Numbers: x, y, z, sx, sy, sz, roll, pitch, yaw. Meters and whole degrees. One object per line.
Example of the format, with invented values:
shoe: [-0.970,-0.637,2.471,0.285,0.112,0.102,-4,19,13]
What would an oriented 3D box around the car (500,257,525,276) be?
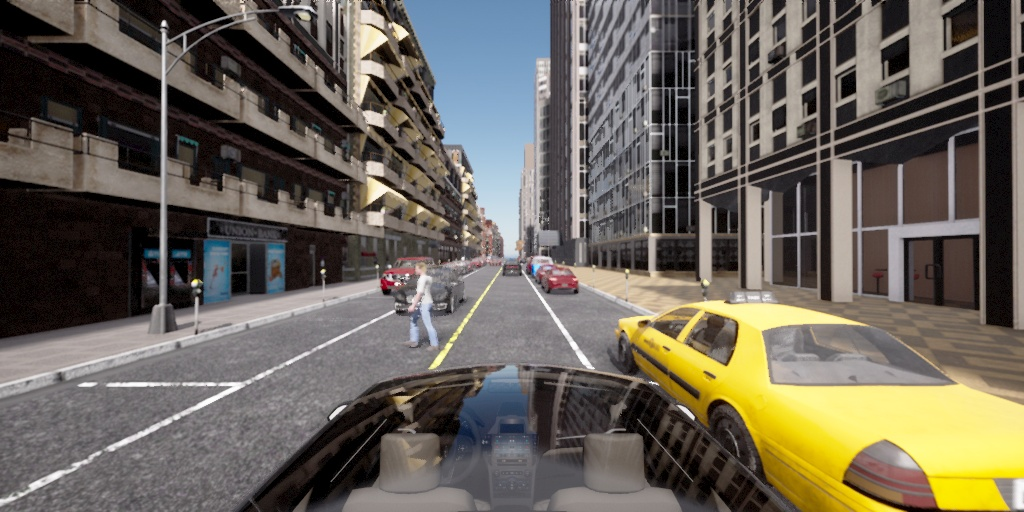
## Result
car: [0.021,1.105,34.929,1.837,1.490,4.892,0,1,0]

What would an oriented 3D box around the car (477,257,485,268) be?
car: [-5.420,1.077,52.497,1.888,1.381,4.507,0,0,0]

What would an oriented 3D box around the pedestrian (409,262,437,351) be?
pedestrian: [-1.833,1.015,7.401,0.375,1.860,0.375,1,0,0]

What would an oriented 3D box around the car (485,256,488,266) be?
car: [-5.432,0.953,58.032,1.967,1.591,4.097,0,0,0]

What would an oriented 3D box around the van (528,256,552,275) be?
van: [2.507,0.958,30.379,1.690,1.789,3.998,0,0,0]

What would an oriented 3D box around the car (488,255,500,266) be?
car: [-2.885,0.848,62.758,2.097,1.767,4.553,0,0,0]

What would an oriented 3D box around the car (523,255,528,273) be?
car: [2.495,0.909,35.915,2.192,1.841,5.009,0,0,0]

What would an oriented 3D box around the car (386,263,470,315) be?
car: [-2.875,1.196,13.415,1.837,1.490,4.892,0,0,0]

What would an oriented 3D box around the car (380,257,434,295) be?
car: [-5.351,0.979,19.282,2.192,1.841,5.009,0,0,0]

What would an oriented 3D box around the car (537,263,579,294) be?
car: [2.530,1.246,19.310,1.802,1.307,4.207,0,0,0]

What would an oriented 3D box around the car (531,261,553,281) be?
car: [2.518,1.222,24.846,1.802,1.307,4.207,0,0,0]

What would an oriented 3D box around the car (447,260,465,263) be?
car: [-5.374,1.199,30.353,1.802,1.307,4.207,0,0,0]

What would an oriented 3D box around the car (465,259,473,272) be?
car: [-5.386,1.145,35.889,2.007,1.370,4.403,0,0,0]

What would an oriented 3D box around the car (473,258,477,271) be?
car: [-5.397,1.155,41.425,1.802,1.307,4.207,0,0,0]

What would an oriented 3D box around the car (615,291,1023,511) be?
car: [2.745,1.192,4.410,1.801,1.575,5.366,0,0,0]
